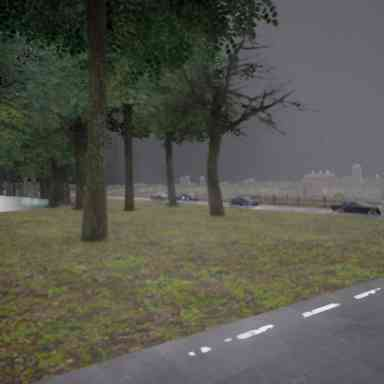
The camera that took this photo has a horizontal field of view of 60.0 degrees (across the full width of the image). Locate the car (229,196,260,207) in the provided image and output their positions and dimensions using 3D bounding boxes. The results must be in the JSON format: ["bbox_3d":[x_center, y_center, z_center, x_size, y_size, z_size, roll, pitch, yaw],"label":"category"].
[{"bbox_3d":[6.655,1.198,42.462,1.994,1.385,4.181,-1,1,-36],"label":"car"}]

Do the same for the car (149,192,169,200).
[{"bbox_3d":[-6.634,0.773,65.725,1.812,1.442,4.674,-1,1,-36],"label":"car"}]

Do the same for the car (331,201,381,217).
[{"bbox_3d":[15.357,1.472,30.409,1.895,1.301,4.718,-1,2,-36],"label":"car"}]

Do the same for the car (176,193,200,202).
[{"bbox_3d":[-0.778,0.919,57.712,2.033,1.411,5.357,-1,1,-35],"label":"car"}]

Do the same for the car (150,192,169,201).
[{"bbox_3d":[-5.366,0.884,59.272,1.812,1.442,4.674,-1,1,-36],"label":"car"}]
